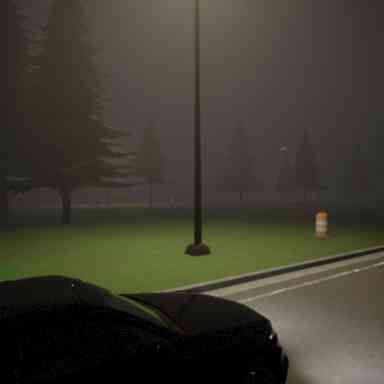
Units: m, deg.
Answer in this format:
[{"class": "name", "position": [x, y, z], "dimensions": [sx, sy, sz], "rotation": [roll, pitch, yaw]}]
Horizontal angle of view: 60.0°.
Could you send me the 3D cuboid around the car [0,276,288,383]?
[{"class": "car", "position": [-1.186, 1.522, 2.901], "dimensions": [4.674, 1.442, 1.812], "rotation": [0, 0, -36]}]
